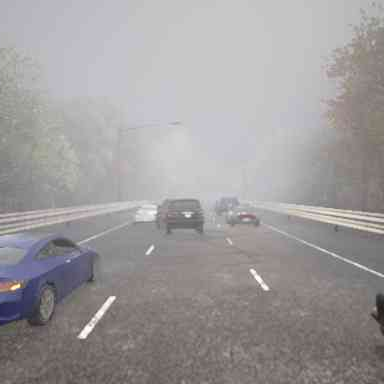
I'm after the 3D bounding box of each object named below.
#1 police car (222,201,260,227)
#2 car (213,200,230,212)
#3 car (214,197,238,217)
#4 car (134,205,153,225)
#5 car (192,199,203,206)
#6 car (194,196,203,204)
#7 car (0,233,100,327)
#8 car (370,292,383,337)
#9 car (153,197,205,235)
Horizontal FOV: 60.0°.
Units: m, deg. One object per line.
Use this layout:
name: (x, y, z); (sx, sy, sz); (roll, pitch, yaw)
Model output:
police car: (3.665, 1.699, 24.553); (2.038, 1.542, 4.974); (0, 0, 1)
car: (4.052, 1.908, 46.459); (2.033, 1.411, 5.357); (0, 0, 1)
car: (3.831, 1.499, 35.539); (2.150, 2.045, 5.566); (0, 0, 1)
car: (-3.216, 1.726, 25.520); (1.812, 1.442, 4.674); (0, 0, 1)
car: (1.130, 2.098, 64.946); (1.895, 1.301, 4.718); (0, -1, 2)
car: (1.485, 1.942, 77.553); (2.097, 1.767, 4.553); (0, 0, 2)
car: (-3.375, 1.583, 7.002); (1.812, 1.442, 4.674); (0, -1, 0)
car: (3.503, 1.623, 2.673); (1.895, 1.301, 4.718); (0, 0, 0)
car: (-0.794, 1.383, 20.319); (2.150, 2.045, 5.566); (-1, 0, -13)
